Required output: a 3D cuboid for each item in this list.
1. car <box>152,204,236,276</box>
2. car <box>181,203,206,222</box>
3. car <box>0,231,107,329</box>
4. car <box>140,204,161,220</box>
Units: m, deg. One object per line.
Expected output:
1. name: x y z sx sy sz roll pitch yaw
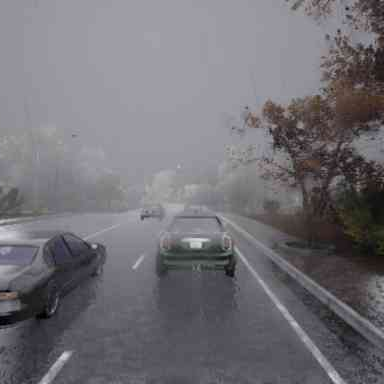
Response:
1. car: 0.107 1.390 10.635 2.097 1.767 4.553 0 0 0
2. car: 0.118 1.729 29.100 2.033 1.411 5.357 0 -1 0
3. car: -3.395 1.575 7.330 2.033 1.411 5.357 0 0 0
4. car: -3.382 1.738 29.520 2.033 1.411 5.357 0 -1 0
